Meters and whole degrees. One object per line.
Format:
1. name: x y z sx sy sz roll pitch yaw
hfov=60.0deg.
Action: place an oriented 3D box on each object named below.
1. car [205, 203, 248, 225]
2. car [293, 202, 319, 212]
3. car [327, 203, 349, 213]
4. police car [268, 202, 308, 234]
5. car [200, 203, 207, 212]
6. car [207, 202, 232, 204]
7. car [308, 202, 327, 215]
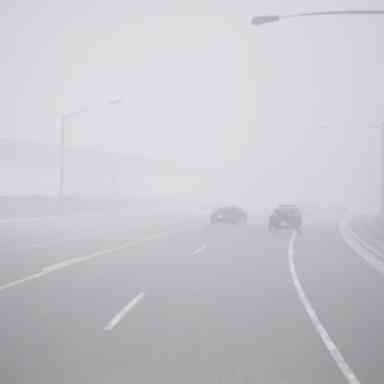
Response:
1. car: 2.922 1.774 25.850 1.994 1.385 4.181 0 -1 25
2. car: 16.933 2.248 49.226 1.882 1.535 5.008 -2 -4 41
3. car: 21.223 2.379 48.606 2.033 1.411 5.357 -1 -3 41
4. police car: 6.014 1.596 20.967 1.930 1.638 5.238 0 -1 21
5. car: 2.826 2.118 47.394 1.994 1.385 4.181 -1 -2 34
6. car: 4.525 2.021 43.716 2.033 1.411 5.357 -1 -2 33
7. car: 14.073 1.952 39.066 1.812 1.442 4.674 -1 -2 35
